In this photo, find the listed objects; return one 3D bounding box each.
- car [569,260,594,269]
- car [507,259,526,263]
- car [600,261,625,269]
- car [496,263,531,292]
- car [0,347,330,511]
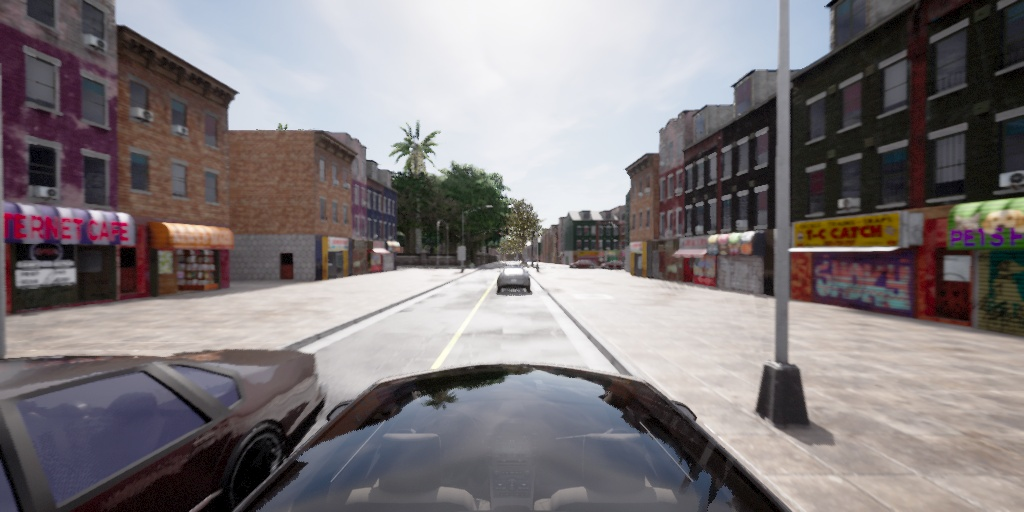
[{"bbox_3d":[11.833,1.422,61.571,4.097,1.591,1.967,0,0,0],"label":"car"},{"bbox_3d":[0.106,1.274,38.505,2.128,1.511,4.902,0,0,0],"label":"car"},{"bbox_3d":[17.267,1.483,61.569,4.097,1.591,1.967,0,0,0],"label":"car"},{"bbox_3d":[0.102,1.320,21.478,1.994,1.385,4.181,0,0,0],"label":"car"},{"bbox_3d":[-2.841,1.297,1.424,2.033,1.411,5.357,0,0,0],"label":"car"}]
